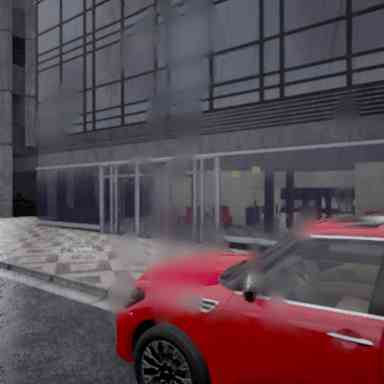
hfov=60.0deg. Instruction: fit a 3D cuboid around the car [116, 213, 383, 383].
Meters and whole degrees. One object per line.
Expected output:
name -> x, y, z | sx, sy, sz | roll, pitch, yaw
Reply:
car -> 1.773, 1.223, 3.095 | 5.566, 2.045, 2.150 | 1, 0, 35
